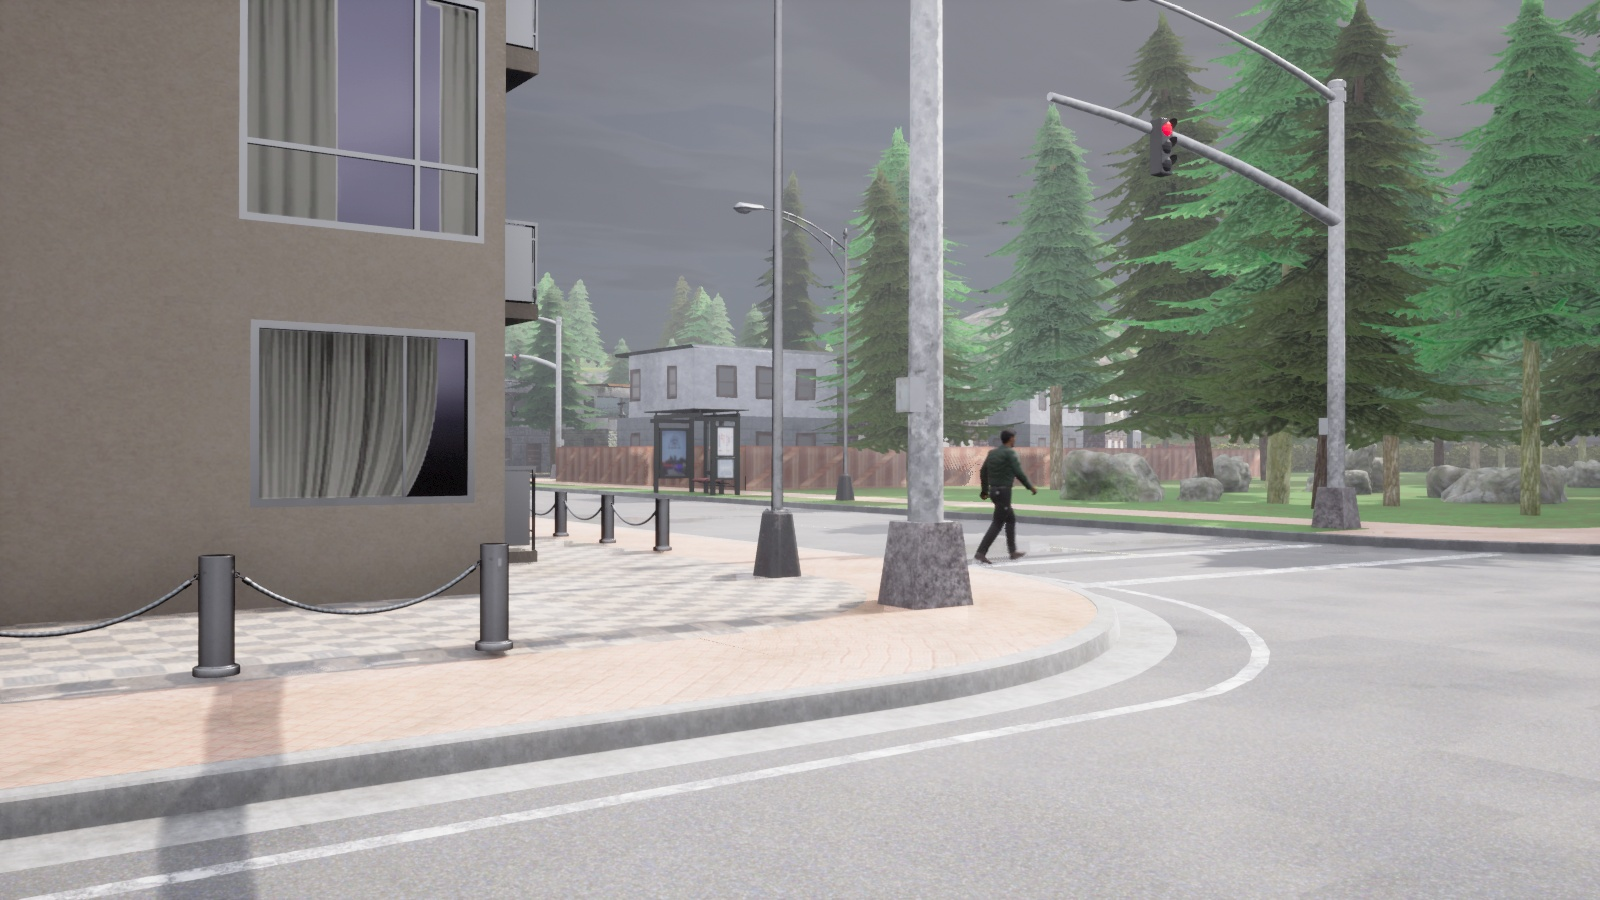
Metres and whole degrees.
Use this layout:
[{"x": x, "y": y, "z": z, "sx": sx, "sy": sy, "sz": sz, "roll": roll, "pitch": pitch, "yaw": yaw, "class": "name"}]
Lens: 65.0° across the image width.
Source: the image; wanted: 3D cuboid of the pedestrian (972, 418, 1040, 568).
[{"x": 2.733, "y": 0.560, "z": 16.676, "sx": 0.788, "sy": 1.949, "sz": 0.423, "roll": 0, "pitch": 0, "yaw": -27, "class": "pedestrian"}]
